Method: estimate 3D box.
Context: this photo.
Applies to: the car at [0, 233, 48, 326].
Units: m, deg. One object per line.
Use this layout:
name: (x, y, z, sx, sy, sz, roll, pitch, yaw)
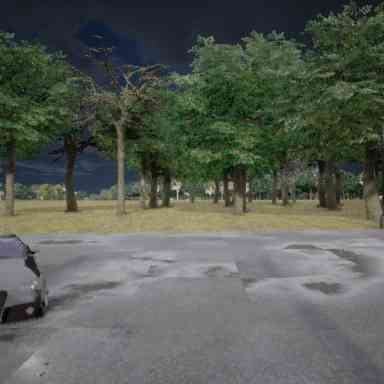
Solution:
car: (-4.141, 1.565, 6.696, 1.994, 1.385, 4.181, 0, 0, -28)
